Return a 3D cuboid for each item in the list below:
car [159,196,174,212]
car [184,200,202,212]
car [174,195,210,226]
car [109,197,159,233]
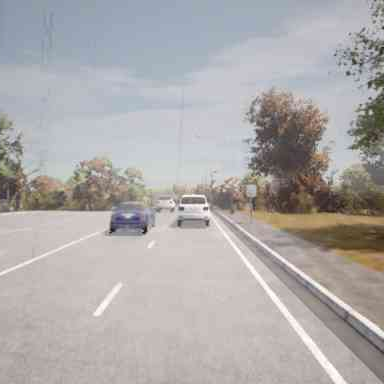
[{"bbox_3d":[-3.373,1.609,43.141,2.150,2.045,5.566,0,-4,0],"label":"car"},{"bbox_3d":[0.126,1.860,42.809,2.128,1.511,4.902,0,-3,0],"label":"car"},{"bbox_3d":[0.104,1.226,23.674,2.150,2.045,5.566,0,0,0],"label":"car"},{"bbox_3d":[-3.410,1.356,19.843,2.097,1.767,4.553,0,0,0],"label":"car"}]
